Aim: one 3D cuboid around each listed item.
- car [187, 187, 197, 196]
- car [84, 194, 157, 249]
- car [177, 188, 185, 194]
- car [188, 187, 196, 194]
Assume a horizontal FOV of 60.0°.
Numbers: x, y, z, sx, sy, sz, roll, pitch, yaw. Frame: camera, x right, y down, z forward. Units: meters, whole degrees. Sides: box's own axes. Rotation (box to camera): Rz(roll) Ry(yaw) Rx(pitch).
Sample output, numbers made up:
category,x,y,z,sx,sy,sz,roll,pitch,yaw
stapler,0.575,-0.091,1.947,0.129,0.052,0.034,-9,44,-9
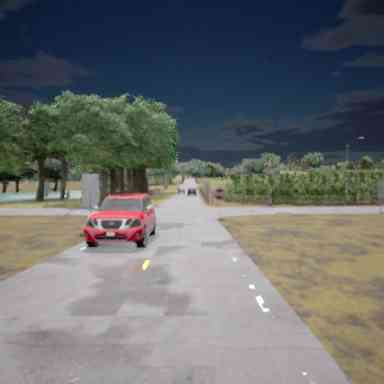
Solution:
category,x,y,z,sx,sy,sz,roll,pitch,yaw
car,0.000,-0.103,80.709,2.150,2.045,5.566,0,2,0
car,-2.823,1.103,14.362,2.150,2.045,5.566,0,0,0
car,-2.750,-0.341,85.261,1.812,1.442,4.674,0,2,0
car,0.000,-0.397,91.093,1.882,1.535,5.008,0,2,0
